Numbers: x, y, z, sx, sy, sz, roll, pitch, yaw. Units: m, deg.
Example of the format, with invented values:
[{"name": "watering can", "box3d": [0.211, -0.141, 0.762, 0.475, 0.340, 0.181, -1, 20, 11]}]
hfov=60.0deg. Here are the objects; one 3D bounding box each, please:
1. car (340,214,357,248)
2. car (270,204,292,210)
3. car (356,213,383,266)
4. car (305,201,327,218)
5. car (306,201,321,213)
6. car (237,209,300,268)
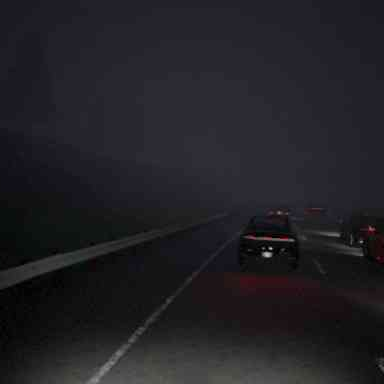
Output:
[{"name": "car", "box3d": [8.415, 1.787, 16.049, 1.837, 1.490, 4.892, 2, 0, 16]}, {"name": "car", "box3d": [7.914, 1.818, 29.679, 2.033, 1.411, 5.357, 2, 0, 18]}, {"name": "car", "box3d": [6.903, 1.582, 10.349, 2.097, 1.767, 4.553, 2, 0, 14]}, {"name": "car", "box3d": [13.858, 1.960, 36.935, 2.128, 1.511, 4.902, 2, 0, 19]}, {"name": "car", "box3d": [17.372, 2.065, 47.815, 1.882, 1.535, 5.008, 2, 0, 18]}, {"name": "car", "box3d": [2.743, 1.585, 11.821, 2.128, 1.511, 4.902, 2, 0, 14]}]
